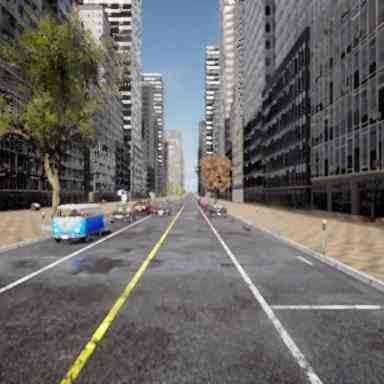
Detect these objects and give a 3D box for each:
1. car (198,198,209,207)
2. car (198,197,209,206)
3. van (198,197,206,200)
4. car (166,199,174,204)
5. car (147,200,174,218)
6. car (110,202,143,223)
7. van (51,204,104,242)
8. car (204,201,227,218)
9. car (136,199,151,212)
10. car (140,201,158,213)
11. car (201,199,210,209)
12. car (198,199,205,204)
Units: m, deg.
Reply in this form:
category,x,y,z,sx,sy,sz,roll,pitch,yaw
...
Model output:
category,x,y,z,sx,sy,sz,roll,pitch,yaw
car,2.535,2.137,56.776,1.887,1.381,4.507,0,-1,0
car,2.488,2.083,73.781,2.192,1.841,5.009,0,-1,0
van,2.519,1.992,62.445,1.690,1.788,3.998,0,-1,0
car,-5.938,2.534,90.760,1.802,1.307,4.206,0,-1,0
car,-3.094,1.863,35.185,2.128,1.511,4.902,0,-1,0
car,-5.767,1.855,28.416,2.008,1.369,4.403,0,-1,0
van,-5.737,1.527,17.083,1.690,1.788,3.998,0,-1,0
car,2.597,1.905,34.105,2.008,1.369,4.403,0,-1,0
car,-5.799,1.738,39.753,2.192,1.841,5.009,0,-1,0
car,-5.814,2.006,45.249,1.752,1.417,4.829,0,-1,0
car,2.566,2.018,45.441,1.887,1.381,4.507,0,-1,0
car,2.458,2.467,85.114,1.802,1.307,4.206,0,-1,0
